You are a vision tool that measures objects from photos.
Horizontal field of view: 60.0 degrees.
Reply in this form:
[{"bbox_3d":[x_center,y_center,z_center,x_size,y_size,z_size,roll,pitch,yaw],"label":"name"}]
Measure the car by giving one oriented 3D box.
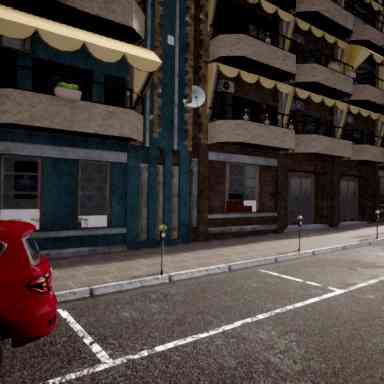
[{"bbox_3d":[-4.122,1.315,3.595,5.009,1.841,2.192,0,1,-36],"label":"car"}]
